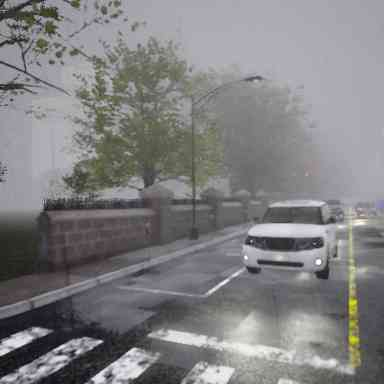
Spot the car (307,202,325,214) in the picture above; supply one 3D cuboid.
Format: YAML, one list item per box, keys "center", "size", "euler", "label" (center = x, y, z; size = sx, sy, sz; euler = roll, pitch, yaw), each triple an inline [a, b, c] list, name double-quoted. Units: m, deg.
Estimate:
- center: [16.827, 2.072, 44.974]
  size: [1.752, 1.417, 4.829]
  euler: [-1, -1, 25]
  label: "car"

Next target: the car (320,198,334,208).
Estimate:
- center: [26.394, 2.091, 65.078]
  size: [2.192, 1.841, 5.009]
  euler: [-1, -1, 25]
  label: "car"

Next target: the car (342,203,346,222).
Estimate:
- center: [12.328, 1.526, 29.518]
  size: [2.150, 2.045, 5.566]
  euler: [-2, -1, 26]
  label: "car"

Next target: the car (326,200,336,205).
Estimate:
- center: [33.517, 2.513, 80.035]
  size: [1.947, 1.339, 4.313]
  euler: [-1, -1, 25]
  label: "car"

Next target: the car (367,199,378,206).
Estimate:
- center: [38.707, 2.205, 71.450]
  size: [1.947, 1.339, 4.313]
  euler: [-1, -1, 25]
  label: "car"

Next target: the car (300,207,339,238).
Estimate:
- center: [7.756, 1.721, 19.923]
  size: [1.812, 1.442, 4.674]
  euler: [-2, -1, 25]
  label: "car"

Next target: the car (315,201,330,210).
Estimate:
- center: [21.647, 2.213, 55.101]
  size: [2.008, 1.369, 4.403]
  euler: [-1, -1, 25]
  label: "car"

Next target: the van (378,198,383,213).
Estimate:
- center: [24.463, 1.638, 41.532]
  size: [1.690, 1.788, 3.998]
  euler: [-1, -1, 25]
  label: "van"

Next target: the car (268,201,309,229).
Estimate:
- center: [7.403, 1.635, 25.182]
  size: [2.192, 1.841, 5.009]
  euler: [-1, -1, 25]
  label: "car"

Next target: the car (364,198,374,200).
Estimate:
- center: [23.238, 1.912, 45.245]
  size: [1.837, 1.490, 4.892]
  euler: [-2, -1, 25]
  label: "car"

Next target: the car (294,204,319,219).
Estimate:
- center: [12.152, 2.000, 35.153]
  size: [1.947, 1.339, 4.313]
  euler: [-1, -1, 25]
  label: "car"

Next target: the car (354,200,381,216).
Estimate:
- center: [19.049, 1.905, 36.310]
  size: [1.895, 1.301, 4.718]
  euler: [-2, -1, 26]
  label: "car"

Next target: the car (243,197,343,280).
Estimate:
- center: [3.412, 1.311, 10.740]
  size: [2.150, 2.045, 5.566]
  euler: [-2, -1, 27]
  label: "car"

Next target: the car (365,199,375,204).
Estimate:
- center: [43.455, 2.319, 81.425]
  size: [1.947, 1.339, 4.313]
  euler: [-1, -1, 25]
  label: "car"

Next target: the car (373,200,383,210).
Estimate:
- center: [29.284, 1.938, 51.656]
  size: [1.752, 1.417, 4.829]
  euler: [-1, -1, 25]
  label: "car"
